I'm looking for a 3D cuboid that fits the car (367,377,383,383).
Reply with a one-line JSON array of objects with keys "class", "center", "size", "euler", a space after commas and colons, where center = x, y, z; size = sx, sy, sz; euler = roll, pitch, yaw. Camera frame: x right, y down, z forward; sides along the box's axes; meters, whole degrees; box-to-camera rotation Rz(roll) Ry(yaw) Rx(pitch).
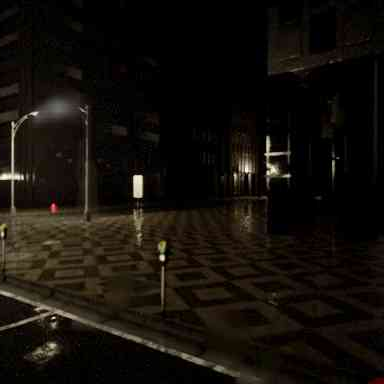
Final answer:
[{"class": "car", "center": [2.816, 1.545, 0.982], "size": [4.507, 1.381, 1.887], "euler": [0, 0, 35]}]
